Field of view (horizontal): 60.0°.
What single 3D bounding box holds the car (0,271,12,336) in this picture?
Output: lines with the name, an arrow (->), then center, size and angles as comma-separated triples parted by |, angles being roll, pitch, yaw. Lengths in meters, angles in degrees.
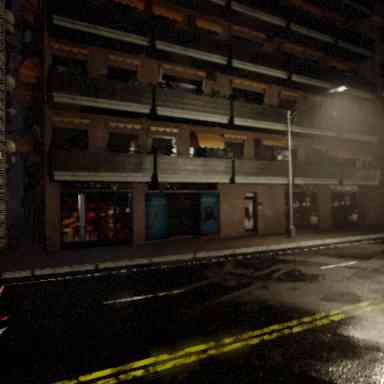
car -> -5.038, 1.708, 4.172 | 4.902, 1.511, 2.128 | 0, -2, -29
